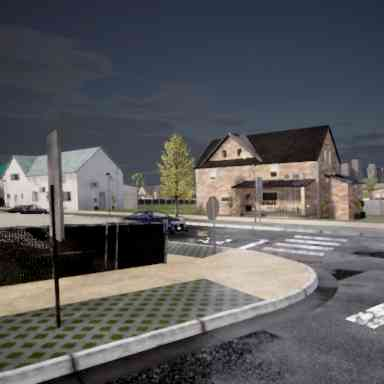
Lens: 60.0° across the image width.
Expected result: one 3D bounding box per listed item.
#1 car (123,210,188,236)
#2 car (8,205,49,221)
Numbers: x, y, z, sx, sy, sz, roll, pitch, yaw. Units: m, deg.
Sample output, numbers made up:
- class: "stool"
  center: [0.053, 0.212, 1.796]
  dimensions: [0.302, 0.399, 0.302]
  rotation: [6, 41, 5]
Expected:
- class: "car"
  center: [-2.257, 1.758, 18.817]
  dimensions: [4.181, 1.385, 1.994]
  rotation: [-1, 2, 38]
- class: "car"
  center: [-13.287, 1.807, 27.279]
  dimensions: [4.902, 1.511, 2.128]
  rotation: [-1, 2, 38]
